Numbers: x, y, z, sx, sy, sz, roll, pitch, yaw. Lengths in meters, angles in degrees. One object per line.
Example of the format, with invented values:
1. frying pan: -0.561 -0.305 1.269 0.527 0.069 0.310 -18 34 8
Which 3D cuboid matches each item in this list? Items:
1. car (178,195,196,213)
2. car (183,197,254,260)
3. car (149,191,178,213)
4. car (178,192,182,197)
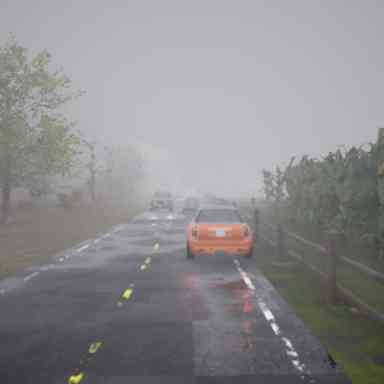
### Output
1. car: -0.027 1.257 31.885 2.033 1.411 5.357 0 1 0
2. car: 0.884 1.244 12.190 2.097 1.767 4.553 0 1 1
3. car: -2.893 0.918 33.249 2.150 2.045 5.566 0 1 0
4. car: -2.850 0.776 73.779 2.033 1.411 5.357 0 1 0
